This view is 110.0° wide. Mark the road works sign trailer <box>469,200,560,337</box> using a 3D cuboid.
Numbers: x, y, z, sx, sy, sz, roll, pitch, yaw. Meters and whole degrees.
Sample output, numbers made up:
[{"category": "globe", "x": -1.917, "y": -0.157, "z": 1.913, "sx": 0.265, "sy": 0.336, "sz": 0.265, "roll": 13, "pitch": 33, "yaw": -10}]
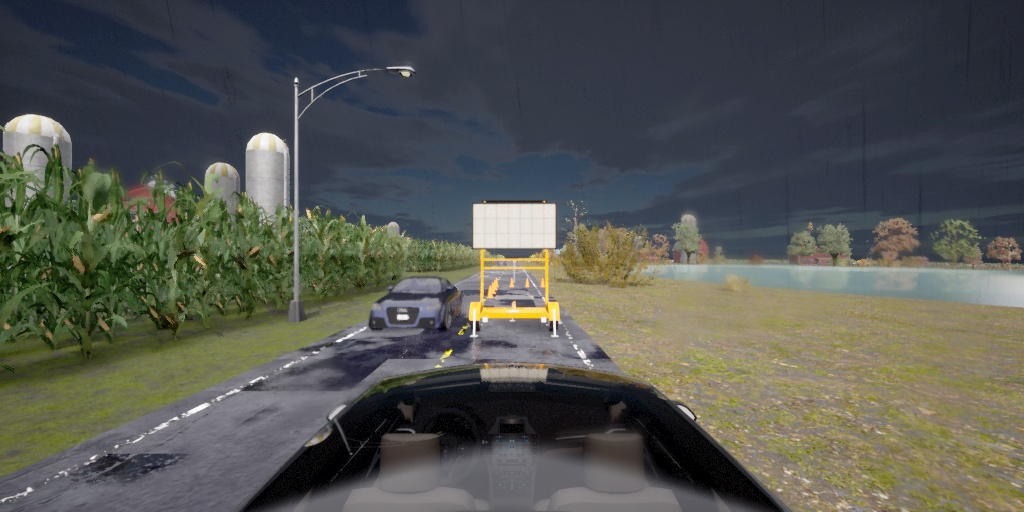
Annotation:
[{"category": "road works sign trailer", "x": 0.069, "y": 0.217, "z": 10.259, "sx": 2.380, "sy": 3.560, "sz": 2.880, "roll": 0, "pitch": 0, "yaw": 0}]

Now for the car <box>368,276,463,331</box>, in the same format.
[{"category": "car", "x": -2.677, "y": 1.317, "z": 10.810, "sx": 1.994, "sy": 1.385, "sz": 4.181, "roll": 0, "pitch": 0, "yaw": 0}]
